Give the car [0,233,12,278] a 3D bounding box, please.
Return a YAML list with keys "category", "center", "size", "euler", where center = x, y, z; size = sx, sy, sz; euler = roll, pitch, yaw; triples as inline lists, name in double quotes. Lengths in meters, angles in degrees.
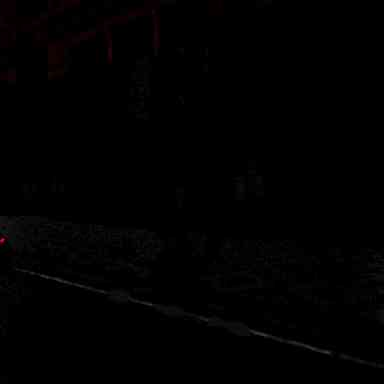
- category: "car"
  center: [-6.801, 1.331, 8.832]
  size: [4.553, 1.767, 2.097]
  euler: [0, 0, 36]
